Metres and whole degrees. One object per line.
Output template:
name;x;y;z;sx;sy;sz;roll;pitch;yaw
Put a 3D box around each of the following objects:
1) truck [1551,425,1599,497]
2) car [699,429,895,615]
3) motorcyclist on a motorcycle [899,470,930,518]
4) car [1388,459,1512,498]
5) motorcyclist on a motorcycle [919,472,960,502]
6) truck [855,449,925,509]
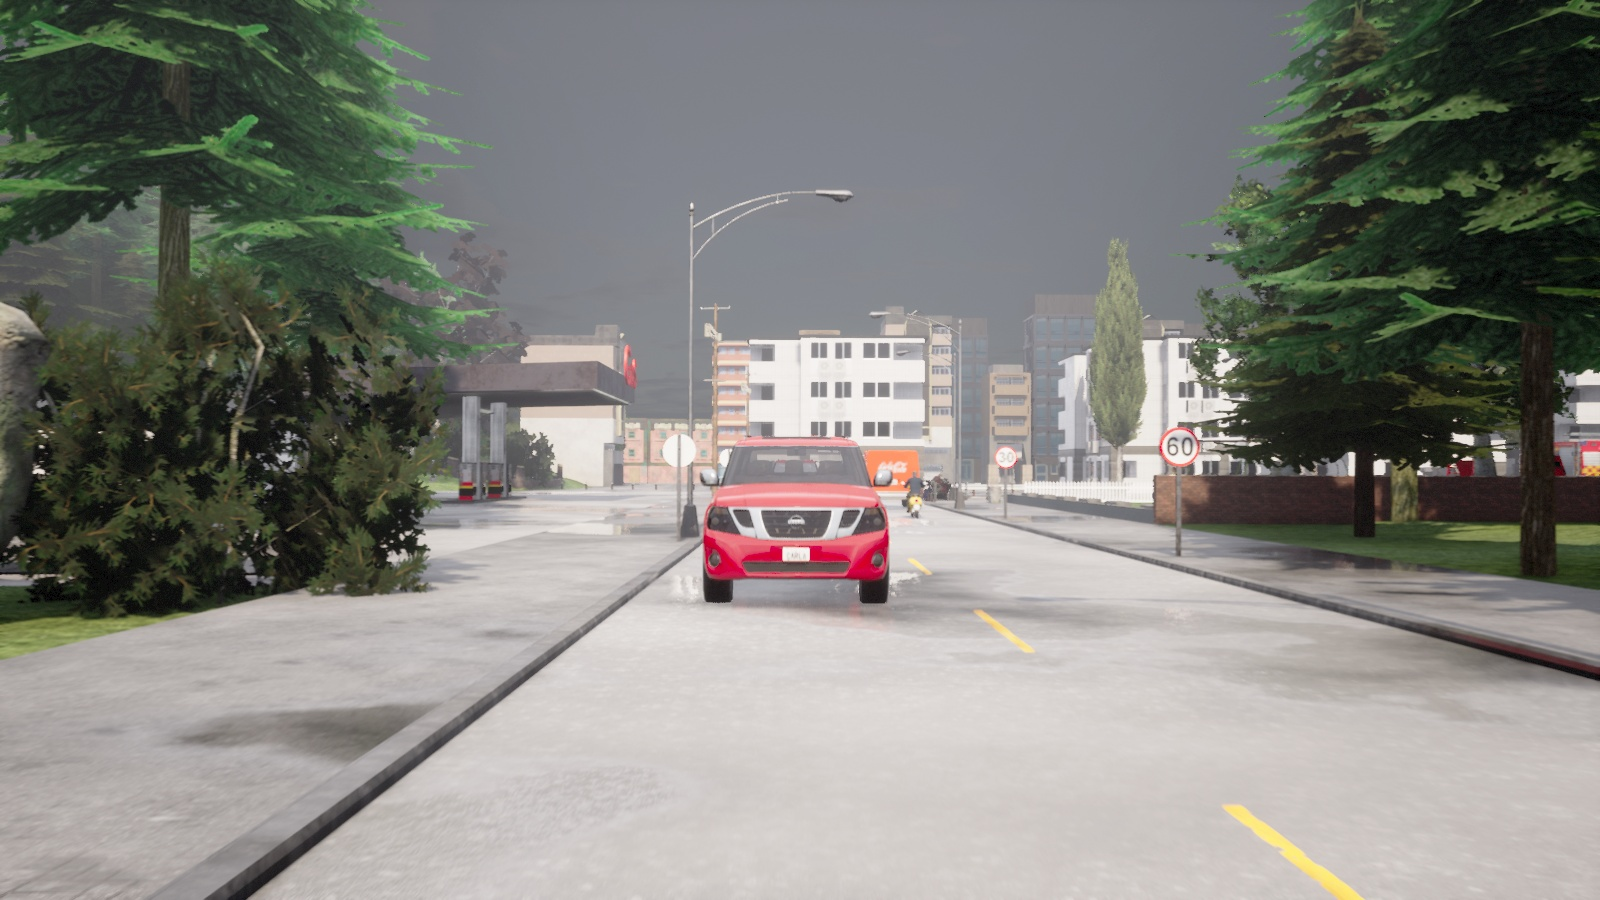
truck;45.841;0.607;68.087;8.468;3.827;2.891;0;-1;0
car;-0.043;0.808;16.671;2.150;2.045;5.566;0;0;0
motorcyclist on a motorcycle;3.861;1.462;42.330;0.866;1.590;1.817;0;-1;0
car;35.165;1.533;68.054;5.566;2.045;2.150;0;-1;0
motorcyclist on a motorcycle;7.401;1.935;66.465;2.191;1.530;0.866;1;0;-40
truck;3.815;1.222;54.261;2.627;2.467;5.204;0;-1;0
